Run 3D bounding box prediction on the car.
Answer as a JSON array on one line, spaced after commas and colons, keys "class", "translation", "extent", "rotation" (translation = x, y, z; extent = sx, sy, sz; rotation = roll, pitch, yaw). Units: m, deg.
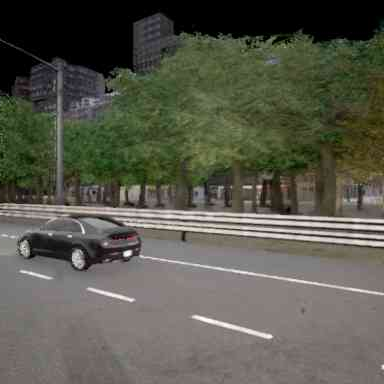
[{"class": "car", "translation": [-3.806, 1.509, 10.887], "extent": [4.892, 1.490, 1.837], "rotation": [0, 0, 36]}]
